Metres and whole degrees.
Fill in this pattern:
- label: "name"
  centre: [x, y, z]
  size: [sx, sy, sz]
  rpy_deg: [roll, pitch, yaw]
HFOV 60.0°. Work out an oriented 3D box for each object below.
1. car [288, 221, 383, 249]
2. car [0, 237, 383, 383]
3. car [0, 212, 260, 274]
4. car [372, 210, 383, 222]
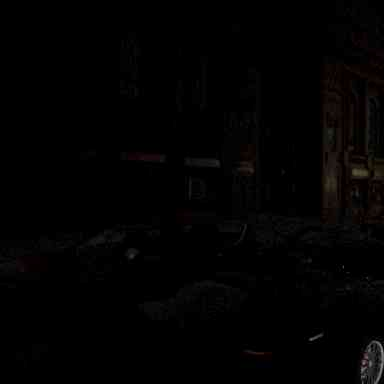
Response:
- label: "car"
  centre: [3.729, 1.629, 9.306]
  size: [4.206, 1.307, 1.802]
  rpy_deg: [0, 0, -36]
- label: "car"
  centre: [0.450, 1.539, 3.683]
  size: [4.674, 1.442, 1.812]
  rpy_deg: [0, 0, -36]
- label: "car"
  centre: [-0.829, 1.330, 6.054]
  size: [5.009, 1.841, 2.192]
  rpy_deg: [0, 0, -36]
- label: "car"
  centre: [8.291, 1.395, 12.560]
  size: [5.009, 1.841, 2.192]
  rpy_deg: [0, 0, -36]
